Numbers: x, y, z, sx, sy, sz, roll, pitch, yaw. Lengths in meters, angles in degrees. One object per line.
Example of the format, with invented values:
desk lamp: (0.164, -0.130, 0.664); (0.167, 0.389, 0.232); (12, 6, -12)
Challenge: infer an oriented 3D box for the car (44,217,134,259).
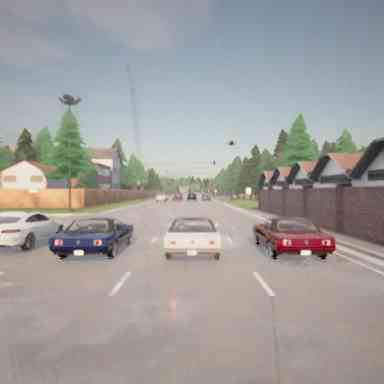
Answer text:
car: (-3.461, 1.587, 12.479); (1.895, 1.301, 4.718); (0, 0, 1)

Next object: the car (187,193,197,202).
car: (-0.011, 1.132, 76.051); (2.150, 2.045, 5.566); (0, 0, 0)

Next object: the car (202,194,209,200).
car: (3.488, 1.255, 86.441); (1.837, 1.490, 4.892); (0, 0, 0)

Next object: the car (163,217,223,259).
car: (0.039, 1.587, 12.487); (1.895, 1.301, 4.718); (0, 0, 1)

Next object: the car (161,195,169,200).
car: (-7.012, 1.350, 86.470); (1.895, 1.301, 4.718); (0, 0, 0)

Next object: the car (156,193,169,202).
car: (-7.011, 1.132, 76.050); (2.150, 2.045, 5.566); (0, 0, 0)

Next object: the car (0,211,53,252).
car: (-6.949, 1.510, 13.778); (1.812, 1.442, 4.674); (0, 0, 0)

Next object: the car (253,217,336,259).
car: (3.539, 1.587, 12.488); (1.895, 1.301, 4.718); (0, 0, 1)

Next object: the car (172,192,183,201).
car: (-3.511, 1.431, 77.174); (2.128, 1.511, 4.902); (0, 0, 0)

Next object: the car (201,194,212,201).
car: (3.489, 1.502, 76.469); (1.895, 1.301, 4.718); (0, 0, 0)

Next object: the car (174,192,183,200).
car: (-3.513, 1.046, 87.300); (2.150, 2.045, 5.566); (0, 0, 0)
